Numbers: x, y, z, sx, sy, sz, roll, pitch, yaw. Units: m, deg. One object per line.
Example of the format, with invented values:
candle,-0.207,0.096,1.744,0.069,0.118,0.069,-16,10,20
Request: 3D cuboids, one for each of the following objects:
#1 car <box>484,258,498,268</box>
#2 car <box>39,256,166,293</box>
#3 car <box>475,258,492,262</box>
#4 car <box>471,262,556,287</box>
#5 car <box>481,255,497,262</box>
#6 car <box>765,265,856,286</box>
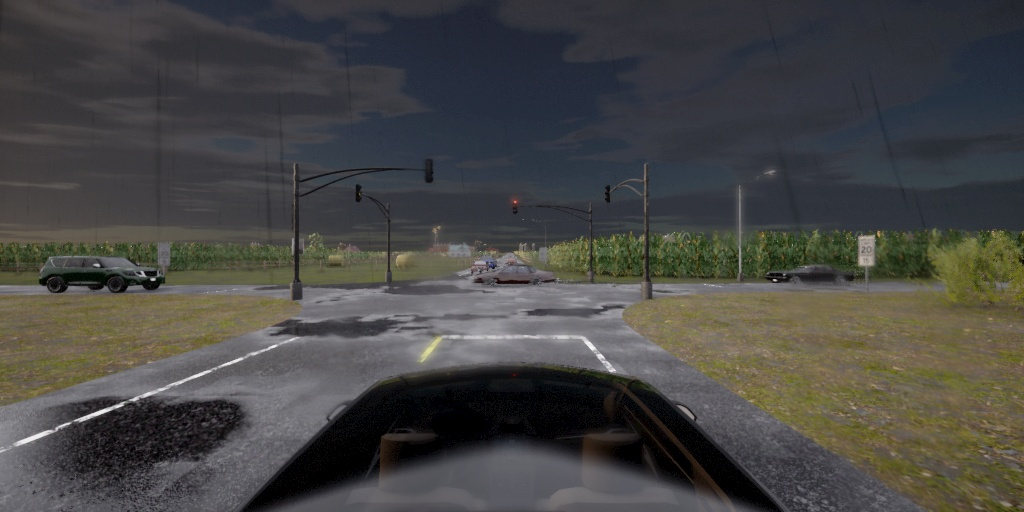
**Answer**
car,-3.579,1.171,61.908,2.128,1.511,4.902,0,0,1
car,-23.374,1.007,20.569,5.566,2.045,2.150,0,0,0
car,-3.604,1.246,41.235,1.812,1.442,4.674,0,0,0
car,0.186,1.281,23.705,5.357,1.411,2.033,0,0,-1
car,-3.598,0.924,51.912,2.150,2.045,5.566,0,0,-1
car,19.717,1.289,23.877,4.718,1.301,1.895,0,0,0
